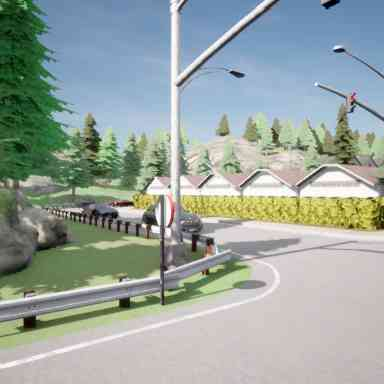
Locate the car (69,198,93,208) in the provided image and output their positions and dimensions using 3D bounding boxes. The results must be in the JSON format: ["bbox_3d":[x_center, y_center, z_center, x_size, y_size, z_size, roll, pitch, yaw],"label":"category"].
[{"bbox_3d":[-16.433,1.689,50.209,1.837,1.490,4.892,0,0,16],"label":"car"}]

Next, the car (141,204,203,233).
[{"bbox_3d":[-1.304,1.544,20.485,2.097,1.767,4.553,0,0,-35],"label":"car"}]

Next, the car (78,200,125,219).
[{"bbox_3d":[-8.500,1.738,30.707,2.033,1.411,5.357,0,0,-35],"label":"car"}]

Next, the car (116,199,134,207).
[{"bbox_3d":[-11.010,1.777,53.305,1.895,1.301,4.718,0,0,33],"label":"car"}]
